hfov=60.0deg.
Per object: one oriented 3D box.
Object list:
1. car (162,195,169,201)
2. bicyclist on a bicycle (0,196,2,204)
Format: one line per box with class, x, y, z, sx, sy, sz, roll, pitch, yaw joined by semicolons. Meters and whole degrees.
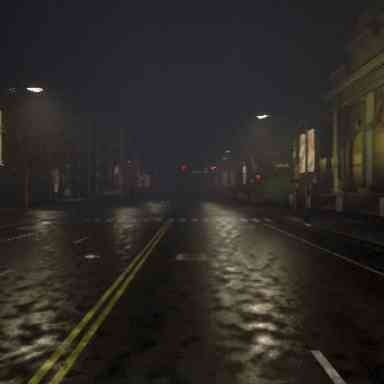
car;-7.261;1.692;91.594;1.882;1.535;5.008;0;0;-3
bicyclist on a bicycle;-34.238;1.439;59.242;0.582;1.620;1.656;0;0;0
